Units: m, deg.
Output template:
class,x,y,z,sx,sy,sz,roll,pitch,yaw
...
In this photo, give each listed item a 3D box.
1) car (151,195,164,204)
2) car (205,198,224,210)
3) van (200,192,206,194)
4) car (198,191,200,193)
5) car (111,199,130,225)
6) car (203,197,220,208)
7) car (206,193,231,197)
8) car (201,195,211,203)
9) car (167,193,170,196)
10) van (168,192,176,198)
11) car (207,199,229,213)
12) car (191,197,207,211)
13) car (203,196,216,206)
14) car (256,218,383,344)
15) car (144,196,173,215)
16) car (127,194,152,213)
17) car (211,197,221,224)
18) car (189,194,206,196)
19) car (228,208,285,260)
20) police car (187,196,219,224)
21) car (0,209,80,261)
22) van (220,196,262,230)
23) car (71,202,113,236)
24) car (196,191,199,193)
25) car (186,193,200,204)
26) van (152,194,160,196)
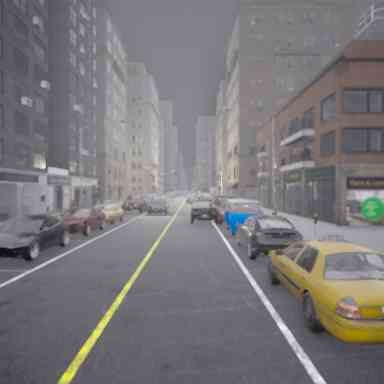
class,x,y,z,sx,sy,sz,roll,pitch,yaw
car,-5.874,1.276,57.220,1.752,1.417,4.829,0,0,0
car,2.656,1.396,40.400,1.947,1.339,4.313,0,0,0
van,2.652,1.091,57.407,1.690,1.788,3.998,0,0,0
car,2.644,1.014,90.272,1.967,1.590,4.097,0,0,0
car,-5.864,1.429,23.210,1.752,1.417,4.829,0,0,0
car,2.655,1.357,46.068,2.008,1.369,4.403,0,0,0
car,2.659,1.194,29.060,2.192,1.841,5.009,0,0,0
car,2.650,1.244,63.248,1.752,1.417,4.829,0,0,0
car,-5.875,1.270,63.058,2.008,1.369,4.403,0,0,0
van,-5.882,0.915,90.252,1.690,1.788,3.998,0,0,0
car,2.658,1.421,34.731,1.947,1.339,4.313,0,0,0
car,0.774,1.337,40.033,1.837,1.490,4.892,0,0,0
car,2.654,1.361,51.738,1.802,1.307,4.206,0,0,0
car,2.666,1.499,6.554,1.752,1.417,4.829,0,0,0
car,-3.102,1.373,31.542,1.837,1.490,4.892,0,0,0
car,-5.868,1.170,34.716,2.192,1.841,5.009,0,0,0
car,2.661,1.343,23.392,1.967,1.590,4.097,0,0,0
car,0.778,1.313,34.222,1.801,1.575,5.366,0,0,0
car,2.664,1.502,12.054,2.008,1.369,4.403,0,0,0
police car,0.790,1.325,24.127,1.930,1.638,5.238,0,0,-1
car,-5.861,1.517,12.043,1.947,1.339,4.313,0,0,0
van,2.663,1.268,17.722,1.690,1.788,3.998,0,0,0
car,-5.863,1.472,17.711,1.887,1.381,4.507,0,0,0
car,-0.019,1.101,68.295,1.882,1.535,5.008,0,0,0
car,-0.016,1.309,58.399,1.994,1.385,4.181,0,0,0
van,-5.871,1.147,46.051,1.690,1.788,3.998,0,0,0
